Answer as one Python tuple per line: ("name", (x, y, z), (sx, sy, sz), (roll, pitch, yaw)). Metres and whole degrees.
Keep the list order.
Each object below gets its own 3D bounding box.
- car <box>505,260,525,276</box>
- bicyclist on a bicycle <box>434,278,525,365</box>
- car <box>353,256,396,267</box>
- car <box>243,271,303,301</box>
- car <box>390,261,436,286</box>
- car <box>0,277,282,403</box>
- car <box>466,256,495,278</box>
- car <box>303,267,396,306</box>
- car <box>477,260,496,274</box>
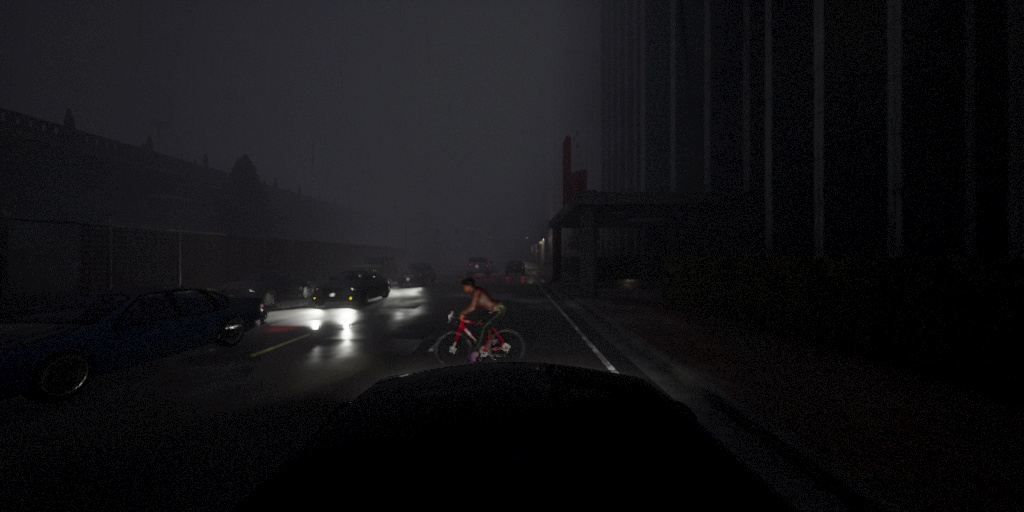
("car", (0.329, 1.198, 39.176), (2.097, 1.767, 4.553), (0, 0, 0))
("bicyclist on a bicycle", (-0.599, 1.212, 6.461), (1.656, 1.620, 0.582), (-2, 0, 0))
("car", (-10.409, 1.036, 27.379), (2.150, 2.045, 5.566), (0, 0, 1))
("car", (-10.520, 1.349, 15.306), (1.994, 1.385, 4.181), (0, 0, 0))
("car", (-6.924, 1.304, 26.408), (2.128, 1.511, 4.902), (0, 0, 1))
("car", (-7.078, 1.310, 6.645), (2.033, 1.411, 5.357), (0, 0, 0))
("car", (-3.213, 1.055, 35.797), (2.150, 2.045, 5.566), (0, -1, 0))
("car", (-7.010, 1.350, 16.029), (1.994, 1.385, 4.181), (0, 0, 1))
("car", (-3.184, 1.339, 45.530), (1.882, 1.535, 5.008), (0, 0, 1))
